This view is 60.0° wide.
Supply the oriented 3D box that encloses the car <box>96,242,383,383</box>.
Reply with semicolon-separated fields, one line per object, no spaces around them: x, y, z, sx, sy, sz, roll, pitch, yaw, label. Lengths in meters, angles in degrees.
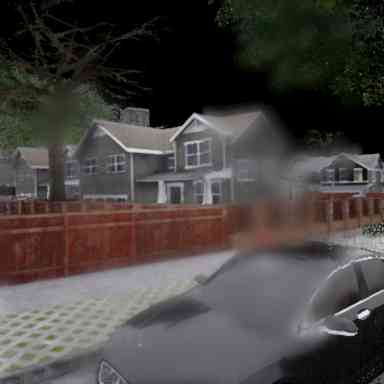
1.288;1.478;4.167;4.892;1.490;1.837;-1;0;-37;car
